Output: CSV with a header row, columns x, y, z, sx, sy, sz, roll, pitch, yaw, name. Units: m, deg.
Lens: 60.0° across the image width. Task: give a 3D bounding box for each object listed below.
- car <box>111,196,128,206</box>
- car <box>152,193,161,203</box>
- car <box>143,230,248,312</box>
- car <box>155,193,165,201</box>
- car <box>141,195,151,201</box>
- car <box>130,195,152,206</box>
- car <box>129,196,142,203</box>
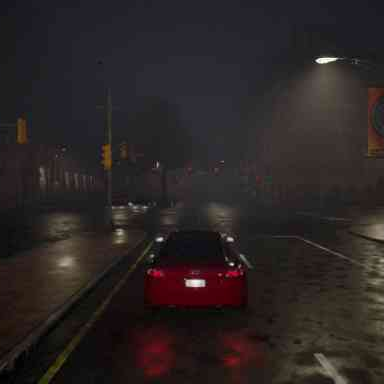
x,y,z,sx,sy,sz,roll,pitch,yaw,name
-11.693,1.351,53.173,2.097,1.767,4.553,0,0,2,car
-8.030,1.499,68.506,1.837,1.490,4.892,0,0,0,car
0.072,1.564,7.814,1.994,1.385,4.181,0,0,0,car
-8.031,1.223,83.892,2.150,2.045,5.566,0,0,0,car
-11.531,1.551,83.357,1.994,1.385,4.181,0,0,0,car
-8.106,1.503,53.171,1.837,1.490,4.892,0,0,0,car
-11.526,1.594,68.151,1.895,1.301,4.718,0,0,0,car
